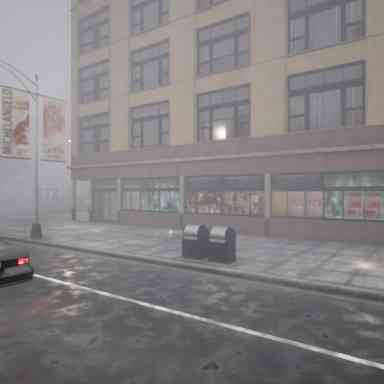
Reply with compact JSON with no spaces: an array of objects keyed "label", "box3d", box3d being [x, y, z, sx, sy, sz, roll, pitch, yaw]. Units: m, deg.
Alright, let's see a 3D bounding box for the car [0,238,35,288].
[{"label":"car","box3d":[-6.030,1.543,8.165,5.357,1.411,2.033,0,0,35]}]
